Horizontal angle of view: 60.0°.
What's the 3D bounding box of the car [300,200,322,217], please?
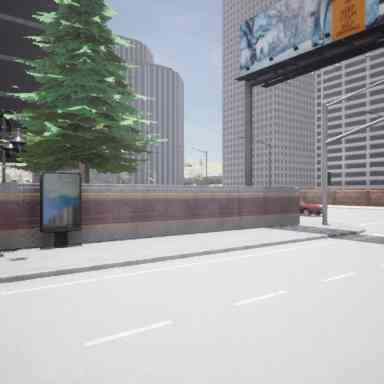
[{"bbox_3d":[10.238,1.478,32.138,1.882,1.535,5.008,0,0,-35],"label":"car"}]
